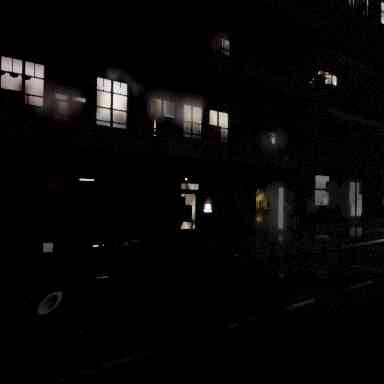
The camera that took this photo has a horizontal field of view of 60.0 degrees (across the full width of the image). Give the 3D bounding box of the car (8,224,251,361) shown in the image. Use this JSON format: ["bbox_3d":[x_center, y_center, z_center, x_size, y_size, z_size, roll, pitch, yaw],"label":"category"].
[{"bbox_3d":[-0.928,1.441,5.886,4.097,1.590,1.967,0,1,-36],"label":"car"}]
